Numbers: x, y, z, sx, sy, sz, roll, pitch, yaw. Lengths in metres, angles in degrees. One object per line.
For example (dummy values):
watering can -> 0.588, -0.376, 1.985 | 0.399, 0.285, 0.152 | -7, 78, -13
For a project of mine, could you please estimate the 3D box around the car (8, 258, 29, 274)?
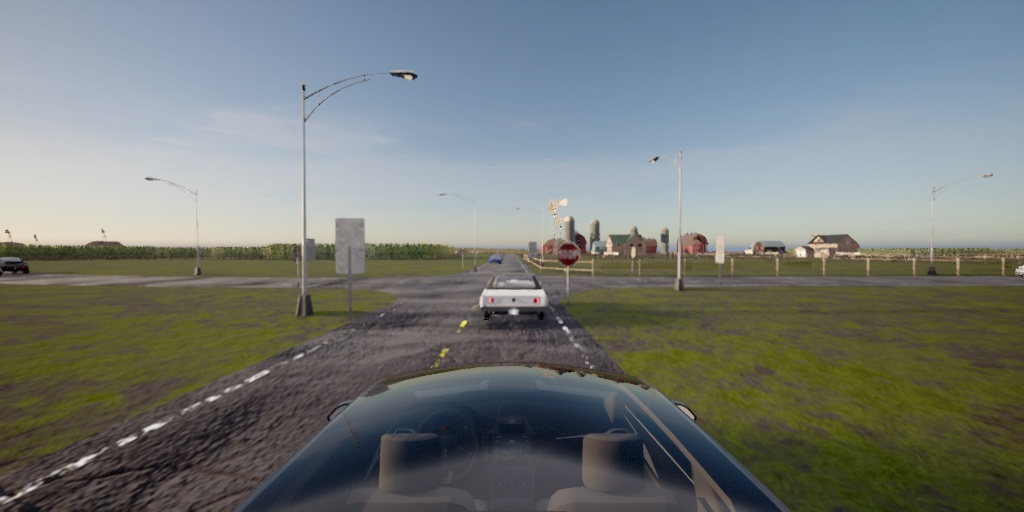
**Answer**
car -> -46.653, 0.910, 33.049 | 4.892, 1.490, 1.837 | -1, 1, 24

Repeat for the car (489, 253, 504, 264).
car -> -2.658, 0.517, 57.345 | 1.882, 1.535, 5.008 | 0, 1, 1

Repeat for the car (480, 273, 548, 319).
car -> 0.073, 1.217, 12.039 | 1.895, 1.301, 4.718 | 0, 1, 1

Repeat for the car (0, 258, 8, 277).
car -> -42.729, 1.014, 28.425 | 4.674, 1.442, 1.812 | 0, 1, 20

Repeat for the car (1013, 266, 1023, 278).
car -> 40.069, 0.916, 26.277 | 4.674, 1.442, 1.812 | 0, 1, -1
